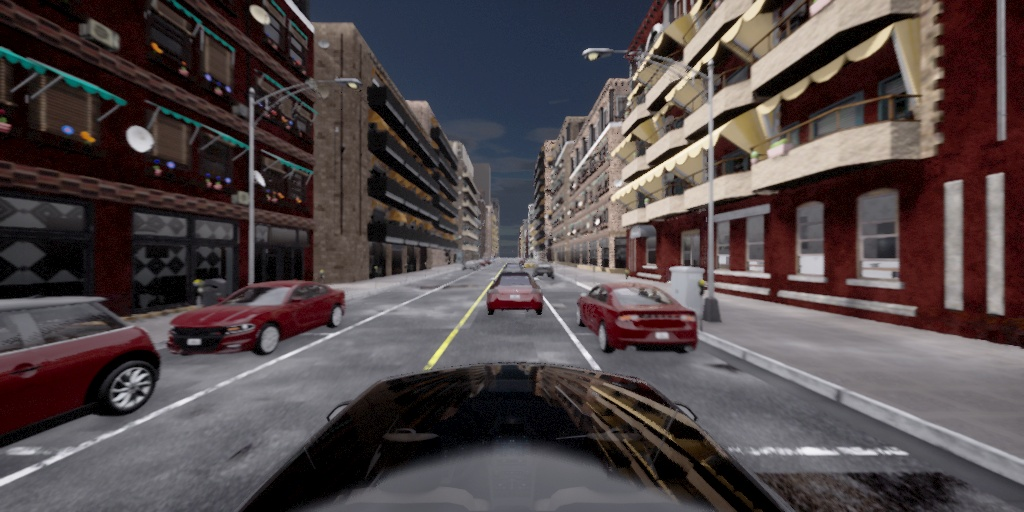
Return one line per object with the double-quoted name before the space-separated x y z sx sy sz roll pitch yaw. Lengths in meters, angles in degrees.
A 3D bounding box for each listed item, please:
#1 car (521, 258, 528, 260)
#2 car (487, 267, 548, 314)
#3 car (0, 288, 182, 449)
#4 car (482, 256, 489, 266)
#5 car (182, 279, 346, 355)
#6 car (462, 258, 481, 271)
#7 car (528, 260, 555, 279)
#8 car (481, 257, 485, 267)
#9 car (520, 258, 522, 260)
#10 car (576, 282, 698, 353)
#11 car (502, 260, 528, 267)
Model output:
"car" 2.703 1.229 53.918 1.751 1.417 4.829 0 0 0
"car" 0.103 1.304 13.841 1.994 1.385 4.181 0 0 0
"car" -5.691 1.189 3.028 1.967 1.591 4.097 0 0 0
"car" -5.675 1.238 65.027 1.888 1.381 4.507 0 0 0
"car" -5.689 1.290 8.665 1.888 1.381 4.507 0 0 0
"car" -5.679 1.260 48.118 2.007 1.370 4.403 0 0 0
"car" 2.697 1.275 31.203 2.007 1.370 4.403 0 0 0
"car" -5.679 1.254 53.755 2.007 1.370 4.403 0 0 0
"car" 2.704 1.264 59.385 1.948 1.339 4.313 0 0 0
"car" 2.691 1.289 8.659 1.888 1.381 4.507 0 0 0
"car" 0.108 1.289 30.927 1.994 1.385 4.181 0 0 0
